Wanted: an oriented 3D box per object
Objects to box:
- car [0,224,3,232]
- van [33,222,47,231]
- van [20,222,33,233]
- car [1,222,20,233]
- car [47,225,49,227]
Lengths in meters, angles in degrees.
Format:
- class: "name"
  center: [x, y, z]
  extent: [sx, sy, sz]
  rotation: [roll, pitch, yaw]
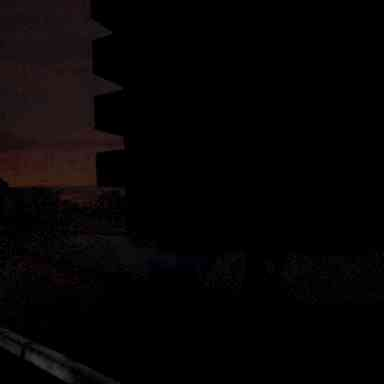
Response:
- class: "car"
  center: [-35.304, 6.283, 56.198]
  extent: [4.674, 1.452, 2.002]
  rotation: [-2, -7, 6]
- class: "van"
  center: [-31.208, 6.912, 64.328]
  extent: [4.442, 1.987, 1.878]
  rotation: [-2, -7, 6]
- class: "van"
  center: [-32.534, 6.613, 61.622]
  extent: [4.442, 1.987, 1.878]
  rotation: [-2, -7, 6]
- class: "car"
  center: [-34.160, 6.544, 58.921]
  extent: [5.366, 1.575, 1.946]
  rotation: [-2, -6, 6]
- class: "car"
  center: [-29.989, 7.438, 67.004]
  extent: [4.892, 1.521, 2.231]
  rotation: [-2, -7, 6]
